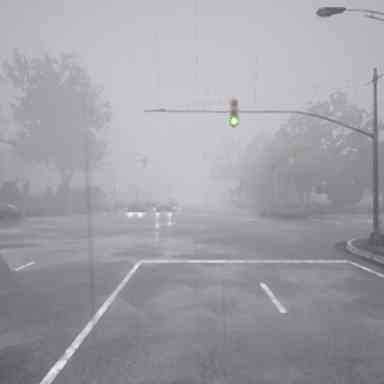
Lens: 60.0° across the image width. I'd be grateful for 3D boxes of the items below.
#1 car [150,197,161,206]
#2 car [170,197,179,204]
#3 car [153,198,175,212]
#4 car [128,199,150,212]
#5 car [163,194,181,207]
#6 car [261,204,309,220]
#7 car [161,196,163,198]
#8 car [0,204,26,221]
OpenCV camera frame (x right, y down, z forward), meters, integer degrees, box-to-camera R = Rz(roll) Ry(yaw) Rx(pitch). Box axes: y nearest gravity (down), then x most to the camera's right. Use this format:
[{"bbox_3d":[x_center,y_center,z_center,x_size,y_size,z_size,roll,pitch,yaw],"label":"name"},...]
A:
[{"bbox_3d":[-7.062,1.867,57.782,1.882,1.535,5.008,0,0,0],"label":"car"},{"bbox_3d":[-3.948,1.940,74.523,1.812,1.442,4.674,0,0,-3],"label":"car"},{"bbox_3d":[-3.541,1.835,43.301,1.812,1.442,4.674,0,0,0],"label":"car"},{"bbox_3d":[-7.043,1.870,43.123,1.994,1.385,4.181,0,0,0],"label":"car"},{"bbox_3d":[-3.582,1.748,59.647,2.097,1.767,4.553,0,0,0],"label":"car"},{"bbox_3d":[8.380,1.782,30.087,4.181,1.385,1.994,0,0,-3],"label":"car"},{"bbox_3d":[-7.371,1.896,73.072,1.882,1.535,5.008,0,0,-3],"label":"car"},{"bbox_3d":[-16.872,1.731,28.693,4.674,1.442,1.812,0,0,-3],"label":"car"}]
